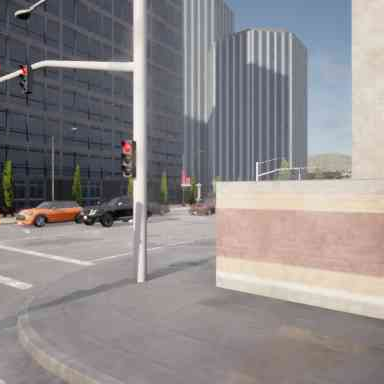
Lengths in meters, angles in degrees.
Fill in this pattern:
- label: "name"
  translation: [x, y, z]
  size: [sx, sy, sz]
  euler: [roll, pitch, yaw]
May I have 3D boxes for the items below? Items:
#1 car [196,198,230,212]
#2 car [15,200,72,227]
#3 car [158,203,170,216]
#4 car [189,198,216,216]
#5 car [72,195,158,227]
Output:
- label: "car"
  translation: [2.590, 1.559, 40.451]
  size: [1.837, 1.490, 4.892]
  euler: [0, 0, 36]
- label: "car"
  translation: [-9.792, 1.407, 23.239]
  size: [2.097, 1.767, 4.553]
  euler: [0, 0, 36]
- label: "car"
  translation: [-4.265, 1.603, 30.933]
  size: [2.033, 1.411, 5.357]
  euler: [0, 0, 36]
- label: "car"
  translation: [1.630, 1.411, 33.134]
  size: [2.097, 1.767, 4.553]
  euler: [0, 0, 36]
- label: "car"
  translation: [-5.236, 1.277, 23.585]
  size: [2.150, 2.045, 5.566]
  euler: [0, 0, 36]
